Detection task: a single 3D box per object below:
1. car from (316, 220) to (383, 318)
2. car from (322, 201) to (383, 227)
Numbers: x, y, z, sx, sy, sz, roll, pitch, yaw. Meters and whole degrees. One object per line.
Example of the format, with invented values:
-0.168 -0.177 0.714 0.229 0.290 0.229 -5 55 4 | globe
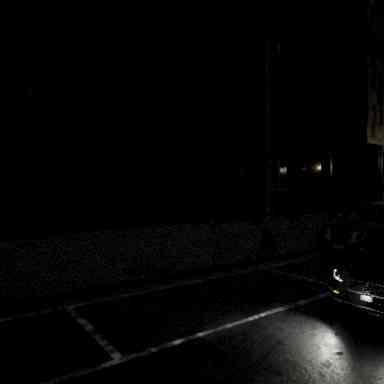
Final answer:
4.799 1.455 6.799 4.892 1.490 1.837 0 0 -35 | car
6.237 1.241 10.974 5.009 1.841 2.192 0 0 -35 | car
